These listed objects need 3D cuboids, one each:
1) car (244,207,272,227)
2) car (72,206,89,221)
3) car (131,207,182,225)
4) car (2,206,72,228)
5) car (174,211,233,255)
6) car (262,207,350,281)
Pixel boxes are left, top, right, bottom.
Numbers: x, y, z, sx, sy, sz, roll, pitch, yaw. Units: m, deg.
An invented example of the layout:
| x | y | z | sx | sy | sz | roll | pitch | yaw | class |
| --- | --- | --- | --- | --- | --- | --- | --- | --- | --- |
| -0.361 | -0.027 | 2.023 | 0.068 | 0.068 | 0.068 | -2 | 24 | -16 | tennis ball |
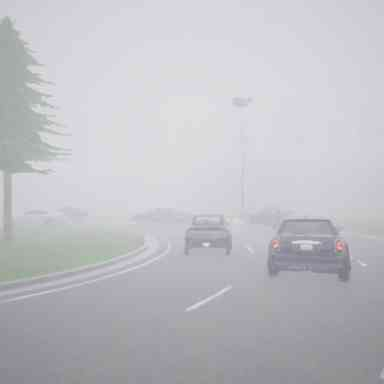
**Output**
| x | y | z | sx | sy | sz | roll | pitch | yaw | class |
| --- | --- | --- | --- | --- | --- | --- | --- | --- | --- |
| 5.555 | 1.805 | 23.598 | 2.128 | 1.511 | 4.902 | 0 | -1 | -24 | car |
| -12.678 | 2.139 | 33.023 | 4.674 | 1.442 | 1.812 | 0 | -1 | -5 | car |
| -2.562 | 1.997 | 28.014 | 5.357 | 1.411 | 2.033 | -1 | -1 | 30 | car |
| -12.288 | 2.032 | 26.122 | 4.674 | 1.442 | 1.812 | 0 | -2 | -7 | car |
| 0.720 | 1.707 | 14.368 | 2.128 | 1.511 | 4.902 | 0 | -1 | 5 | car |
| 3.677 | 1.486 | 10.672 | 2.097 | 1.767 | 4.553 | -1 | -1 | 19 | car |
